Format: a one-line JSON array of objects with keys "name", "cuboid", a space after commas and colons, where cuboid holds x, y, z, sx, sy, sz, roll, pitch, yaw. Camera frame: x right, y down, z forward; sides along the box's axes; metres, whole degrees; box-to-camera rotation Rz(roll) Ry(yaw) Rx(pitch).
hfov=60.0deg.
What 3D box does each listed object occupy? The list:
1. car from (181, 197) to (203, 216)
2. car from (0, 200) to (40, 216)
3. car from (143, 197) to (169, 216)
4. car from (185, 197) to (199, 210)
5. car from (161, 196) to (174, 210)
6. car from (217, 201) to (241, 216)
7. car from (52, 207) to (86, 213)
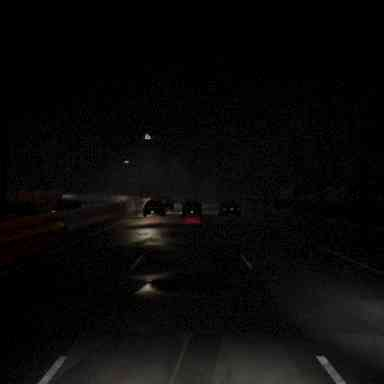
[{"name": "car", "cuboid": [-0.002, 1.494, 31.882, 1.837, 1.490, 4.892, 0, 0, 0]}, {"name": "car", "cuboid": [-10.582, 1.345, 19.166, 2.097, 1.767, 4.553, 0, 0, 0]}, {"name": "car", "cuboid": [-3.503, 1.494, 31.828, 1.837, 1.490, 4.892, 0, 0, 0]}, {"name": "car", "cuboid": [0.018, 1.460, 44.592, 1.882, 1.535, 5.008, 0, 0, 0]}, {"name": "car", "cuboid": [-3.488, 1.334, 43.848, 2.097, 1.767, 4.553, 0, 0, 0]}, {"name": "car", "cuboid": [3.497, 1.535, 31.730, 2.033, 1.411, 5.357, 0, 0, 0]}, {"name": "car", "cuboid": [-10.536, 1.494, 29.103, 1.837, 1.490, 4.892, 0, 0, 0]}]
